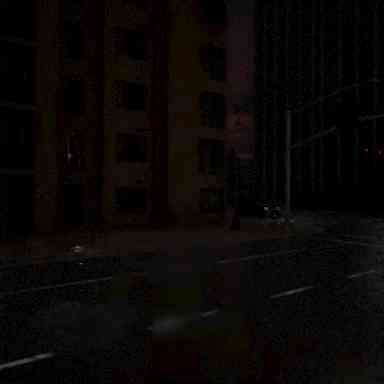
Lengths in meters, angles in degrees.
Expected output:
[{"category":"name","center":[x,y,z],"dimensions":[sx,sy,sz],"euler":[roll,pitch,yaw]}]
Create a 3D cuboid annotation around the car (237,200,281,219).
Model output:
[{"category":"car","center":[6.242,1.547,31.718],"dimensions":[2.097,1.767,4.553],"euler":[1,0,-34]}]
